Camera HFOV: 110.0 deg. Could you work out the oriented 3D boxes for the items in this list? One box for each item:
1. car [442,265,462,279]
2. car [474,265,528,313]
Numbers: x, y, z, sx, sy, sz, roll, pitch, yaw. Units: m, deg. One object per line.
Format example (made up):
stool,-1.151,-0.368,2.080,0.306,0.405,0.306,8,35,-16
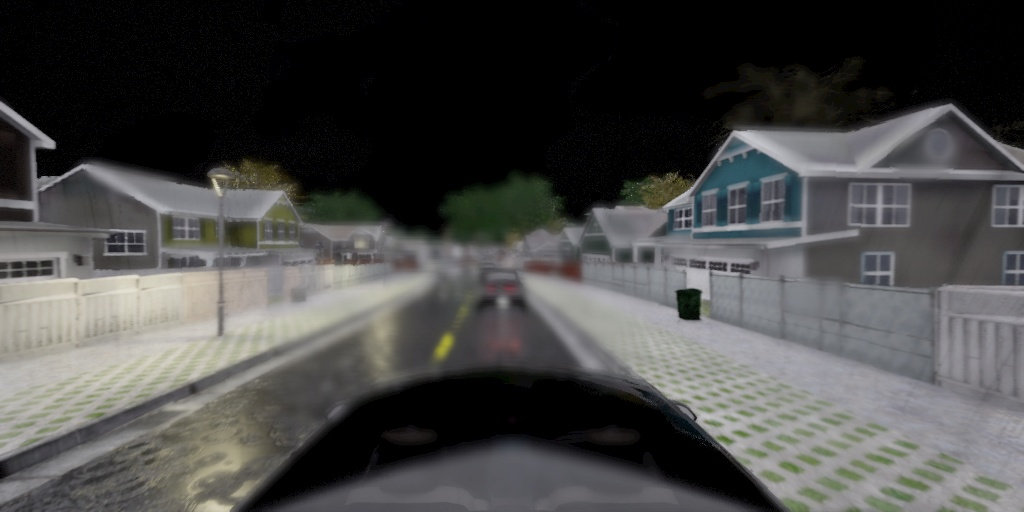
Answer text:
car,-5.946,1.535,35.602,1.895,1.301,4.718,0,0,-10
car,-0.444,1.279,14.266,1.837,1.490,4.892,0,0,-4
